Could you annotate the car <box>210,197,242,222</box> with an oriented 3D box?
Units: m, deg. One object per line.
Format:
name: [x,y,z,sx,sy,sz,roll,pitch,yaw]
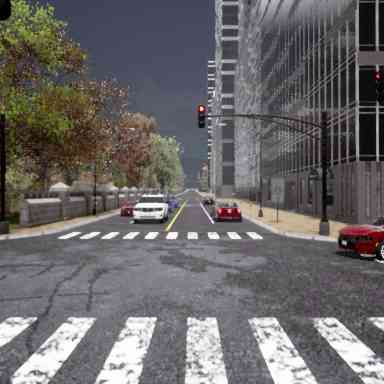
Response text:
car: [2.740,1.431,26.158,1.967,1.590,4.097,0,0,0]

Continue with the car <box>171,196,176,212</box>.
car: [-3.032,1.513,35.789,1.812,1.442,4.674,0,0,0]

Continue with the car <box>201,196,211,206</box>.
car: [2.792,1.542,54.563,1.947,1.339,4.313,0,0,0]

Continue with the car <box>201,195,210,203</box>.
car: [2.824,1.477,71.779,1.752,1.417,4.829,0,0,0]

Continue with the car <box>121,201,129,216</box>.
car: [-5.631,1.534,31.851,1.887,1.381,4.507,0,0,0]

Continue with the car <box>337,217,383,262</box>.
car: [7.638,1.450,11.641,5.008,1.535,1.882,0,0,-8]

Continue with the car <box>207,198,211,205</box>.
car: [2.750,1.555,31.838,1.947,1.339,4.313,0,0,0]

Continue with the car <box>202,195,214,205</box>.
car: [2.803,1.410,60.244,1.967,1.590,4.097,0,0,0]

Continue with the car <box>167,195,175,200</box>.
car: [-5.526,1.495,88.682,1.802,1.307,4.206,0,0,0]

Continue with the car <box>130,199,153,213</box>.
car: [-5.620,1.538,37.534,2.008,1.369,4.403,0,0,0]

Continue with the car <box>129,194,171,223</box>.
car: [-3.055,1.213,25.636,2.150,2.045,5.566,0,0,0]

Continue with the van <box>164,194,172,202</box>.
van: [-5.546,1.282,77.316,1.690,1.788,3.998,0,0,0]

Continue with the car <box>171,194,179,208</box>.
car: [-3.000,1.335,46.898,2.097,1.767,4.553,0,0,0]

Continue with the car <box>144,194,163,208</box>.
car: [-5.599,1.297,48.900,2.192,1.841,5.009,0,0,0]
